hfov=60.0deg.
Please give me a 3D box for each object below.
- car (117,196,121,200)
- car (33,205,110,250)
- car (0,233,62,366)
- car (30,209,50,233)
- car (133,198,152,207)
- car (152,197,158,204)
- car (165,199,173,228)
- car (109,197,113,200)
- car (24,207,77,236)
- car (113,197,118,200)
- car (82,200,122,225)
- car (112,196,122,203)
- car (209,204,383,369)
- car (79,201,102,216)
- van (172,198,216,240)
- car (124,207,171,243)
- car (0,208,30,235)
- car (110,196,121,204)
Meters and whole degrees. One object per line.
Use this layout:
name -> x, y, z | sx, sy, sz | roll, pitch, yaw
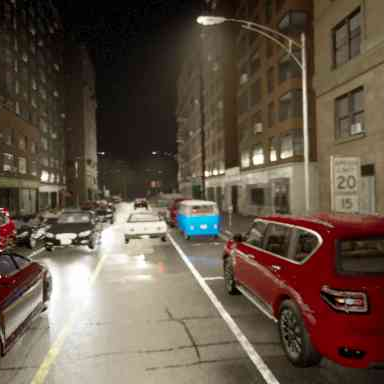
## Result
car -> -16.397, 1.776, 69.699 | 1.967, 1.590, 4.097 | -1, 0, -9
car -> -5.097, 1.604, 14.845 | 2.128, 1.511, 4.902 | -1, 0, -9
car -> -3.524, 1.648, 4.955 | 1.994, 1.385, 4.181 | -1, 0, -9
car -> -7.772, 1.745, 15.341 | 1.947, 1.339, 4.313 | -1, 0, -9
car -> -7.035, 1.618, 45.807 | 2.128, 1.511, 4.902 | -1, 0, -9
car -> -7.614, 1.645, 65.697 | 1.752, 1.417, 4.829 | -1, 0, -9
car -> -0.643, 1.307, 22.050 | 2.192, 1.841, 5.009 | -1, 0, -9
car -> -12.945, 1.824, 47.955 | 2.008, 1.369, 4.403 | -1, 0, -9
car -> -8.635, 1.746, 20.777 | 2.008, 1.369, 4.403 | -1, 0, -9
car -> -14.669, 1.886, 58.827 | 1.802, 1.307, 4.206 | -1, 0, -9
car -> -6.690, 1.633, 24.923 | 2.128, 1.511, 4.902 | -1, 0, -9
car -> -18.121, 1.807, 80.571 | 1.967, 1.590, 4.097 | -1, 0, -9
car -> 1.964, 1.260, 5.746 | 2.192, 1.841, 5.009 | -1, 0, -9
car -> -11.221, 1.786, 37.084 | 1.887, 1.381, 4.507 | -1, 0, -9
van -> 0.227, 1.318, 16.615 | 1.690, 1.788, 3.998 | -1, 0, -9
car -> -2.348, 1.642, 16.445 | 1.895, 1.301, 4.718 | -1, 0, -9
car -> -6.916, 1.479, 9.905 | 2.192, 1.841, 5.009 | -1, 0, -9
car -> -17.259, 1.792, 75.135 | 1.967, 1.590, 4.097 | -1, 0, -9
